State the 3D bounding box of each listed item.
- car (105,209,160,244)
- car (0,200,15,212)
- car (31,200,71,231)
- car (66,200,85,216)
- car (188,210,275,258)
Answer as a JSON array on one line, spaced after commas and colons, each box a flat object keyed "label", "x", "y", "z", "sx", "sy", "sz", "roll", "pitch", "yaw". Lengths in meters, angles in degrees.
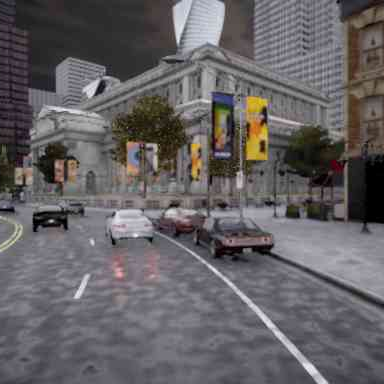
[{"label": "car", "x": -3.055, "y": 1.524, "z": 15.788, "sx": 1.812, "sy": 1.442, "sz": 4.674, "roll": 0, "pitch": 0, "yaw": -19}, {"label": "car", "x": -21.902, "y": 1.614, "z": 38.256, "sx": 1.994, "sy": 1.385, "sz": 4.181, "roll": 0, "pitch": 0, "yaw": -41}, {"label": "car", "x": -9.030, "y": 1.494, "z": 20.994, "sx": 1.882, "sy": 1.535, "sz": 5.008, "roll": 0, "pitch": 0, "yaw": -26}, {"label": "car", "x": -11.813, "y": 1.509, "z": 31.622, "sx": 2.128, "sy": 1.511, "sz": 4.902, "roll": 0, "pitch": 0, "yaw": -38}, {"label": "car", "x": 1.324, "y": 1.580, "z": 12.817, "sx": 1.895, "sy": 1.301, "sz": 4.718, "roll": 0, "pitch": 0, "yaw": -12}]
